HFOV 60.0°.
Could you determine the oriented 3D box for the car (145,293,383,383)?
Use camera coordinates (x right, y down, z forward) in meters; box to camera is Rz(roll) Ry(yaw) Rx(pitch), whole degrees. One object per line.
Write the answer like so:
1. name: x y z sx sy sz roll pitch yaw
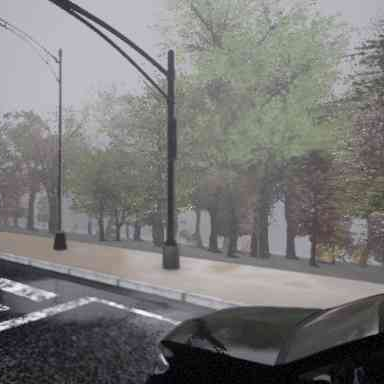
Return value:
1. car: 1.753 1.526 2.439 4.674 1.442 1.812 0 0 35
